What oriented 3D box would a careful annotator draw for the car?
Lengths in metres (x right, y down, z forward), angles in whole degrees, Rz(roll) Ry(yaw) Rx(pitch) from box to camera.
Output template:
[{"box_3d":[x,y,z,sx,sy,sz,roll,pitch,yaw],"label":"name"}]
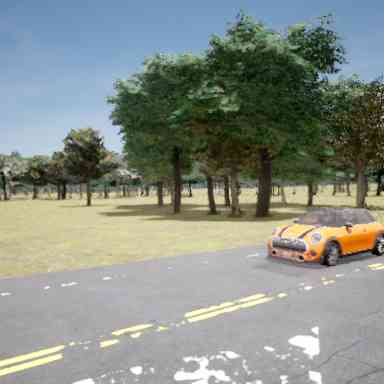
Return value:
[{"box_3d":[4.748,1.363,11.572,4.553,1.767,2.097,0,0,-36],"label":"car"}]
